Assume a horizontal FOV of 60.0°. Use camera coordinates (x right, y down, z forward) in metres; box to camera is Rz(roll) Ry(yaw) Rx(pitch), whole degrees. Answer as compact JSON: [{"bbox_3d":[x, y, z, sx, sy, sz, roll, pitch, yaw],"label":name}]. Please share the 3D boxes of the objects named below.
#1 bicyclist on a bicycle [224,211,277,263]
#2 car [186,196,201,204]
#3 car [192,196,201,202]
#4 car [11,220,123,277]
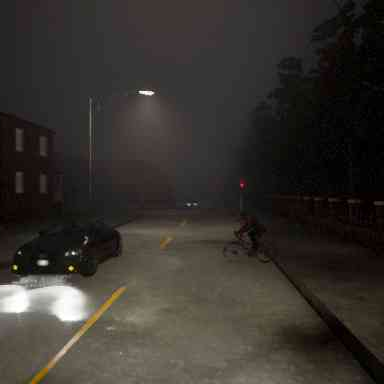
[{"bbox_3d":[1.805,1.409,10.329,1.656,1.620,0.582,-2,1,3],"label":"bicyclist on a bicycle"},{"bbox_3d":[0.076,1.546,65.161,1.994,1.385,4.181,0,0,4],"label":"car"},{"bbox_3d":[1.101,1.697,80.649,1.837,1.490,4.892,0,0,4],"label":"car"},{"bbox_3d":[-3.550,1.561,10.186,1.994,1.385,4.181,0,0,4],"label":"car"}]
